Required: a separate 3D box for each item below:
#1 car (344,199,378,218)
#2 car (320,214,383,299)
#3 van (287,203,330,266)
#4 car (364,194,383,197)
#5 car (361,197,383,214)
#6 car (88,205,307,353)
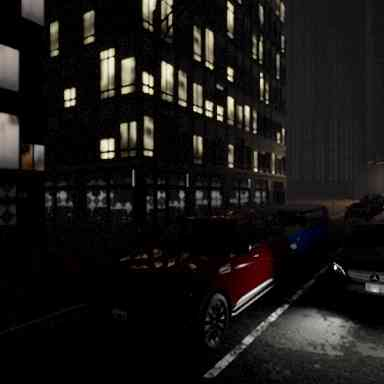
[{"bbox_3d":[12.872,1.464,25.562,1.802,1.307,4.206,0,0,33],"label":"car"},{"bbox_3d":[4.613,1.489,8.042,1.812,1.442,4.674,0,0,33],"label":"car"},{"bbox_3d":[3.530,1.309,11.288,1.690,1.788,3.998,0,0,33],"label":"van"},{"bbox_3d":[19.099,1.133,35.074,2.192,1.841,5.009,0,0,33],"label":"car"},{"bbox_3d":[15.986,1.395,30.318,1.887,1.381,4.507,0,0,33],"label":"car"},{"bbox_3d":[0.416,1.310,6.531,2.192,1.841,5.009,0,0,33],"label":"car"}]
